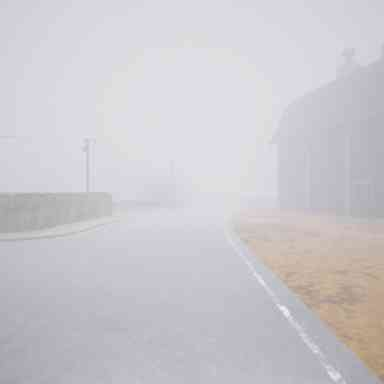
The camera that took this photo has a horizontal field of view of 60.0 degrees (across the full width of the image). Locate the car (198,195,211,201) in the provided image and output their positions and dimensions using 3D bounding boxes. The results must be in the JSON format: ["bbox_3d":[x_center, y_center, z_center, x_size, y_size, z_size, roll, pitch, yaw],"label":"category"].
[{"bbox_3d":[2.893,1.449,80.190,2.033,1.411,5.357,0,0,-16],"label":"car"}]
